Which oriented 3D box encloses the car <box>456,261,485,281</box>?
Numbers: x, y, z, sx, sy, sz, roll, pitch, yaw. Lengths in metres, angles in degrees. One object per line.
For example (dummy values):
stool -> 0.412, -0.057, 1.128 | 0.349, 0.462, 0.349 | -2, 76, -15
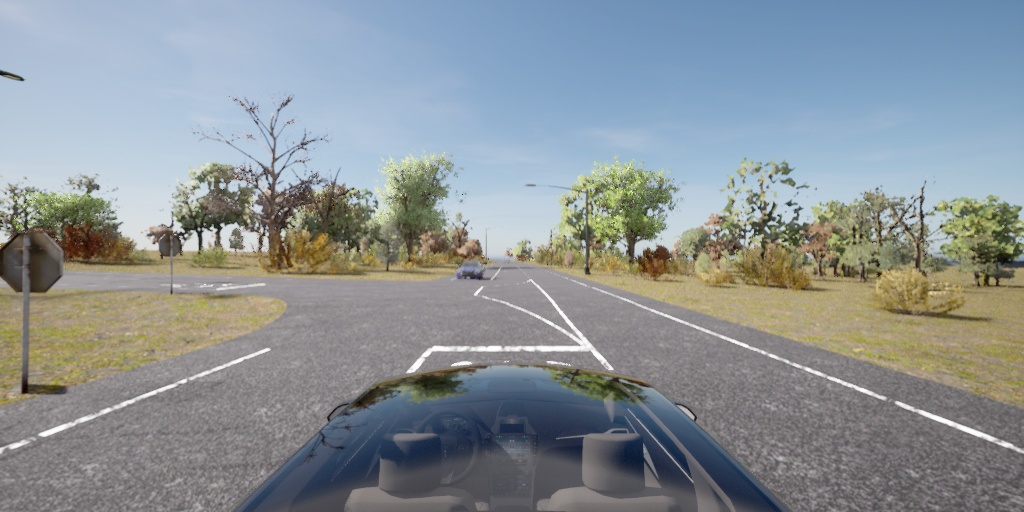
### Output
car -> -3.572, 1.213, 31.457 | 2.097, 1.767, 4.553 | 0, 0, 0
